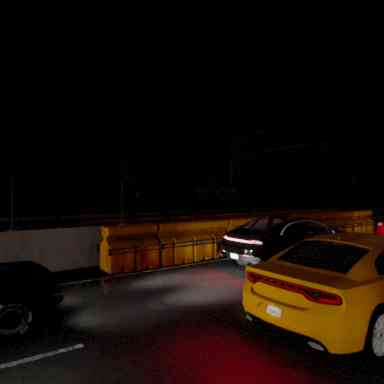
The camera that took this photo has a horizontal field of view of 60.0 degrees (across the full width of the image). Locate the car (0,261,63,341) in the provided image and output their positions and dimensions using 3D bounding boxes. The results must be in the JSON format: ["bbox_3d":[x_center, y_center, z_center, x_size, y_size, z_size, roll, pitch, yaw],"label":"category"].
[{"bbox_3d":[-4.479,1.601,4.849,4.718,1.301,1.895,0,0,-36],"label":"car"}]

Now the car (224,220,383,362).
[{"bbox_3d":[3.133,1.478,5.985,5.008,1.535,1.882,0,0,-36],"label":"car"}]

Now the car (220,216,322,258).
[{"bbox_3d":[3.096,1.492,10.256,4.902,1.511,2.128,0,0,-36],"label":"car"}]
